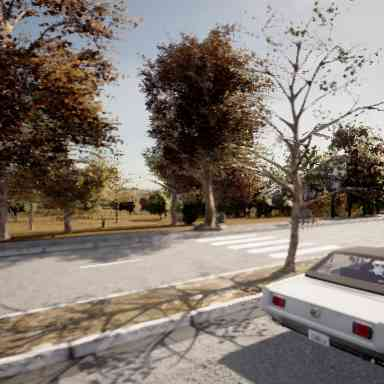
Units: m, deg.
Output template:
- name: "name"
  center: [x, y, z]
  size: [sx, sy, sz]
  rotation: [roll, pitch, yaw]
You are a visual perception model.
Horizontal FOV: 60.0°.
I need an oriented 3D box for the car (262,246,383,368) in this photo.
- name: "car"
  center: [3.451, 1.605, 5.592]
  size: [4.718, 1.301, 1.895]
  rotation: [0, 0, -35]
